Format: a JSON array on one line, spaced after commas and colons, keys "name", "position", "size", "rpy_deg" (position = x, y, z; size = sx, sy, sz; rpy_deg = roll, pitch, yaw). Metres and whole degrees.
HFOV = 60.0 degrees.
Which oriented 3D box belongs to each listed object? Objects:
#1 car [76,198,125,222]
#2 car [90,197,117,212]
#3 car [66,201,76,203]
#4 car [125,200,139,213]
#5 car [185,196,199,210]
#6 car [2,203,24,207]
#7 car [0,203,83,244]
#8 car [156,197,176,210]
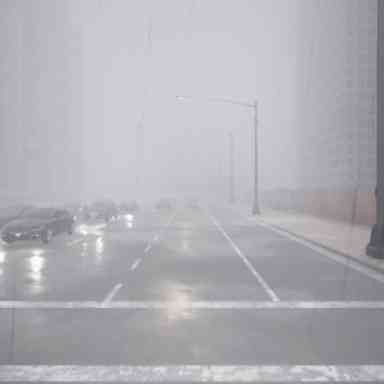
[{"name": "car", "position": [-7.094, 1.476, 26.330], "size": [2.128, 1.511, 4.902], "rpy_deg": [0, 0, 0]}, {"name": "car", "position": [-10.551, 1.454, 40.183], "size": [1.882, 1.535, 5.008], "rpy_deg": [0, 0, 0]}, {"name": "car", "position": [-10.592, 1.530, 29.902], "size": [2.033, 1.411, 5.357], "rpy_deg": [0, 0, 0]}, {"name": "car", "position": [-7.075, 1.579, 36.654], "size": [1.895, 1.301, 4.718], "rpy_deg": [0, 0, 0]}, {"name": "car", "position": [0.005, 1.523, 42.244], "size": [2.033, 1.411, 5.357], "rpy_deg": [0, 0, 0]}, {"name": "car", "position": [-10.595, 1.466, 19.991], "size": [1.882, 1.535, 5.008], "rpy_deg": [0, 0, 0]}, {"name": "car", "position": [-7.097, 1.495, 15.980], "size": [1.837, 1.490, 4.892], "rpy_deg": [0, 0, 0]}, {"name": "car", "position": [-3.495, 1.467, 42.244], "size": [2.128, 1.511, 4.902], "rpy_deg": [0, 0, 0]}]
